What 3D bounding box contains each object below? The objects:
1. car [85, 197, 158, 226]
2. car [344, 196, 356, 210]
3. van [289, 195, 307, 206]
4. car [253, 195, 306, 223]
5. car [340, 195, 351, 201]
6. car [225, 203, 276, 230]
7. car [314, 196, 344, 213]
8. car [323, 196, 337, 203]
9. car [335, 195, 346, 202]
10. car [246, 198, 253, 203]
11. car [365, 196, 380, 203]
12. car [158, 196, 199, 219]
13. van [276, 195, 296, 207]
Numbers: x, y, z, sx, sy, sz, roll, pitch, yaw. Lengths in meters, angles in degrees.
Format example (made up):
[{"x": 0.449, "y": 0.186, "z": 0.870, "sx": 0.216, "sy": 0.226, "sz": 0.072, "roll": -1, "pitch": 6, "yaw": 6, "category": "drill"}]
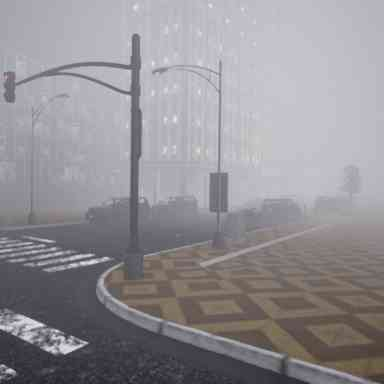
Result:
[{"x": -5.053, "y": 1.270, "z": 23.521, "sx": 2.192, "sy": 1.841, "sz": 5.009, "roll": 1, "pitch": 0, "yaw": 35, "category": "car"}, {"x": 20.746, "y": 1.434, "z": 46.024, "sx": 2.192, "sy": 1.841, "sz": 5.009, "roll": 1, "pitch": 1, "yaw": 35, "category": "car"}, {"x": 17.533, "y": 1.346, "z": 55.109, "sx": 1.690, "sy": 1.788, "sz": 3.998, "roll": 1, "pitch": 1, "yaw": 35, "category": "van"}, {"x": 7.163, "y": 1.407, "z": 26.669, "sx": 2.192, "sy": 1.841, "sz": 5.009, "roll": 1, "pitch": 0, "yaw": 35, "category": "car"}, {"x": 40.011, "y": 1.611, "z": 86.774, "sx": 1.947, "sy": 1.339, "sz": 4.313, "roll": 1, "pitch": 1, "yaw": 35, "category": "car"}, {"x": 3.664, "y": 1.665, "z": 21.747, "sx": 1.802, "sy": 1.307, "sz": 4.206, "roll": 1, "pitch": 0, "yaw": 35, "category": "car"}, {"x": 15.755, "y": 1.424, "z": 38.904, "sx": 2.192, "sy": 1.841, "sz": 5.009, "roll": 1, "pitch": 0, "yaw": 35, "category": "car"}, {"x": 30.376, "y": 1.611, "z": 73.204, "sx": 1.802, "sy": 1.307, "sz": 4.206, "roll": 1, "pitch": 1, "yaw": 35, "category": "car"}, {"x": 36.701, "y": 1.565, "z": 82.112, "sx": 1.752, "sy": 1.417, "sz": 4.829, "roll": 1, "pitch": 1, "yaw": 35, "category": "car"}, {"x": 8.140, "y": 1.425, "z": 41.994, "sx": 1.967, "sy": 1.590, "sz": 4.097, "roll": 1, "pitch": 0, "yaw": 35, "category": "car"}, {"x": 40.014, "y": 1.595, "z": 73.165, "sx": 1.967, "sy": 1.590, "sz": 4.097, "roll": 1, "pitch": 1, "yaw": 35, "category": "car"}, {"x": -1.388, "y": 1.278, "z": 28.684, "sx": 2.192, "sy": 1.841, "sz": 5.009, "roll": 1, "pitch": 0, "yaw": 35, "category": "car"}, {"x": 14.321, "y": 1.340, "z": 50.586, "sx": 1.690, "sy": 1.788, "sz": 3.998, "roll": 1, "pitch": 1, "yaw": 35, "category": "van"}]
